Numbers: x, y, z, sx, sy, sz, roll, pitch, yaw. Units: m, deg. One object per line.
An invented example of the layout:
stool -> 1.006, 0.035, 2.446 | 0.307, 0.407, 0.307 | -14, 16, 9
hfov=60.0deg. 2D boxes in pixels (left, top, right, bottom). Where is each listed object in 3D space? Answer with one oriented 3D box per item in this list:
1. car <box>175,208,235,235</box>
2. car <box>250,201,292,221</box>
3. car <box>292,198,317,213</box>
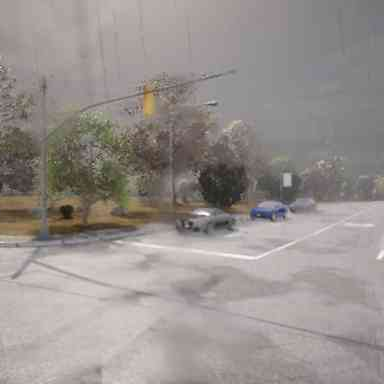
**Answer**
car -> 0.822, 1.597, 19.049 | 1.994, 1.385, 4.181 | 0, 0, 34
car -> 6.449, 1.515, 27.733 | 1.882, 1.535, 5.008 | 0, 0, 32
car -> 12.466, 1.417, 37.290 | 2.097, 1.767, 4.553 | 0, 0, 32
